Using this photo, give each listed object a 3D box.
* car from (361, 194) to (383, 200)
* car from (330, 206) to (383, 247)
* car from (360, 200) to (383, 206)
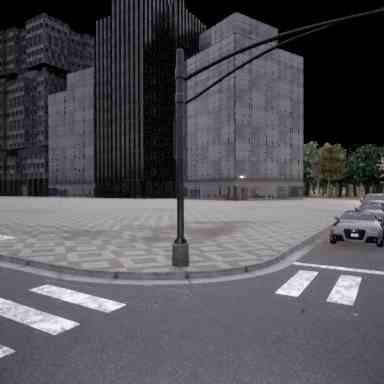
[{"bbox_3d":[18.027,1.185,32.759,2.150,2.045,5.566,0,0,31],"label":"car"},{"bbox_3d":[7.506,1.548,15.023,1.994,1.385,4.181,0,0,30],"label":"car"},{"bbox_3d":[12.554,1.539,23.558,1.994,1.385,4.181,0,0,31],"label":"car"}]
